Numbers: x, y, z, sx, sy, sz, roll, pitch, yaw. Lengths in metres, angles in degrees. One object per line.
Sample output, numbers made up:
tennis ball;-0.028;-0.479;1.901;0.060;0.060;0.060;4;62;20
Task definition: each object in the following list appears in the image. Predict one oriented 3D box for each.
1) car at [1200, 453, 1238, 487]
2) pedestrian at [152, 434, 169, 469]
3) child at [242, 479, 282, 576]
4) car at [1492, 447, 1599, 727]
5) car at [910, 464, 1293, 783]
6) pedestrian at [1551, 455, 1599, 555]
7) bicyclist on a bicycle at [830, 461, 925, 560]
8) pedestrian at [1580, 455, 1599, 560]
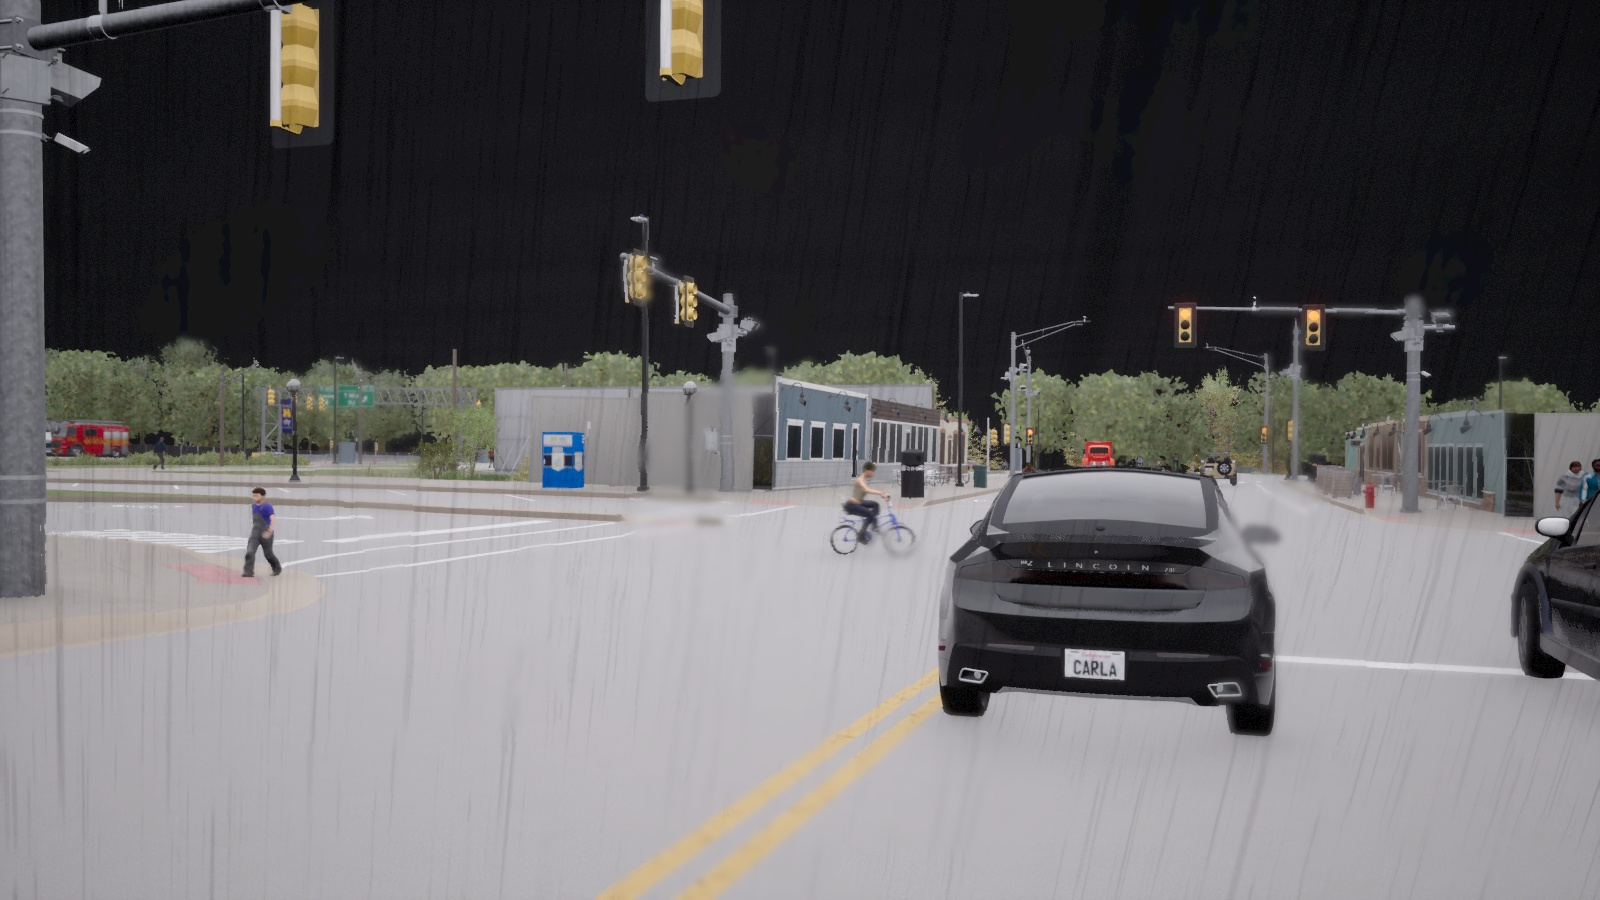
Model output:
car;23.680;1.096;71.104;1.932;1.855;4.605;1;0;17
pedestrian;-33.629;0.065;66.063;0.402;1.842;0.726;1;1;20
child;-7.189;1.024;16.794;0.270;1.263;0.437;1;1;16
car;5.806;0.822;7.885;1.851;1.617;3.988;1;-1;18
car;2.155;0.886;8.577;1.837;1.490;4.892;1;-1;17
pedestrian;15.573;1.083;25.238;0.659;1.952;0.873;1;1;20
bicyclist on a bicycle;1.331;1.011;21.444;1.509;1.612;0.866;1;0;11
pedestrian;14.983;1.074;23.594;0.396;1.930;0.692;1;1;19
